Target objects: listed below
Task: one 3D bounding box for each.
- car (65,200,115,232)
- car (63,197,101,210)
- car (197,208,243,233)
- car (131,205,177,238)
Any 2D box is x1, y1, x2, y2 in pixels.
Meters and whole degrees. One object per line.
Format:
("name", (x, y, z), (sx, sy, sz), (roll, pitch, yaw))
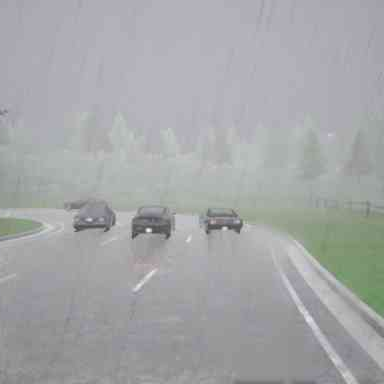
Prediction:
("car", (-5.561, 1.442, 19.268), (2.033, 1.411, 5.357), (0, 0, -9))
("car", (-11.023, 1.298, 34.369), (4.902, 1.511, 2.128), (0, 0, 23))
("car", (1.453, 1.532, 18.914), (1.895, 1.301, 4.718), (0, 0, -5))
("car", (-1.914, 1.427, 17.089), (1.837, 1.490, 4.892), (1, 0, 0))
